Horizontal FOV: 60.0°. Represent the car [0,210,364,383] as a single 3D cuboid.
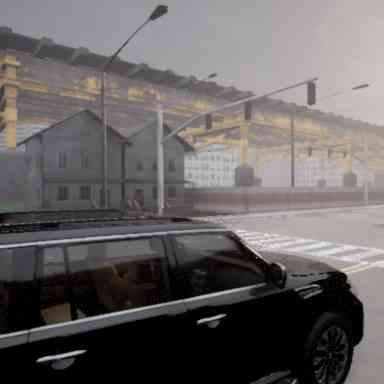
[{"bbox_3d":[-0.526,1.208,3.418,5.566,2.045,2.150,-1,0,-35],"label":"car"}]
